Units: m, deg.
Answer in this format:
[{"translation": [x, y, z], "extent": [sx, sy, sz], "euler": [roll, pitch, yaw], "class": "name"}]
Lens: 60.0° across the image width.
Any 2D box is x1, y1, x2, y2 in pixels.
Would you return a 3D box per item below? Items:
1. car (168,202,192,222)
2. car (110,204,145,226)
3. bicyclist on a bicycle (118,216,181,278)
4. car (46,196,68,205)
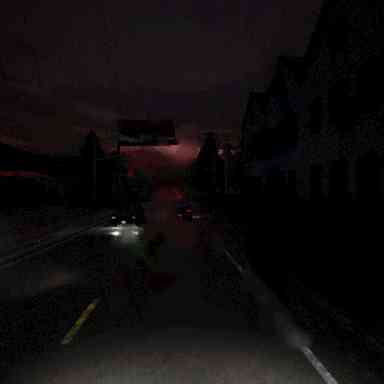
[{"translation": [-0.938, 1.525, 26.155], "extent": [1.812, 1.442, 4.674], "euler": [0, 0, -2], "class": "car"}, {"translation": [-4.470, 1.547, 23.899], "extent": [2.033, 1.411, 5.357], "euler": [0, 0, -2], "class": "car"}, {"translation": [-1.117, 1.451, 8.670], "extent": [1.656, 1.620, 0.582], "euler": [-2, 0, -2], "class": "bicyclist on a bicycle"}, {"translation": [-24.747, 1.669, 62.244], "extent": [4.611, 1.667, 2.242], "euler": [0, 0, -3], "class": "car"}]
